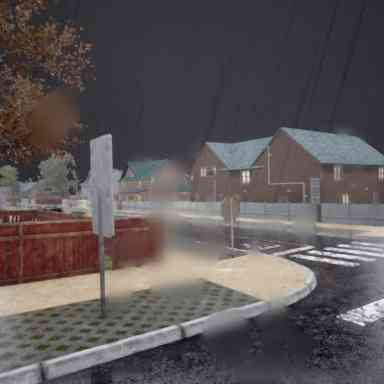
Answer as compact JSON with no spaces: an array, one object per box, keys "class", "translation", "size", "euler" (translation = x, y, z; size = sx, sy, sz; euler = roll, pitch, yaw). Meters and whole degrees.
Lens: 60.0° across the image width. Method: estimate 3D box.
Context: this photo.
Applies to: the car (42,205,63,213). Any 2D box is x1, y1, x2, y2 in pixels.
[{"class":"car","translation":[-19.449,2.440,46.297],"size":[1.895,1.301,4.718],"euler":[-2,0,-36]}]
